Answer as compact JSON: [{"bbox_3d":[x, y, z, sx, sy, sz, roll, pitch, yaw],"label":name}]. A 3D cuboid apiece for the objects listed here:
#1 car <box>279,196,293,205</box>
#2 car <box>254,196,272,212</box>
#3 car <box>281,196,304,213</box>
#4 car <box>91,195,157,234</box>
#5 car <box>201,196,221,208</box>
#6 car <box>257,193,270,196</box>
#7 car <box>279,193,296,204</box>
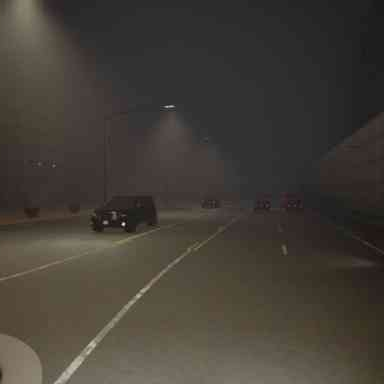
[{"bbox_3d":[16.416,1.471,58.118,2.128,1.511,4.902,0,0,14],"label":"car"},{"bbox_3d":[8.151,1.534,38.604,2.033,1.411,5.357,0,0,14],"label":"car"},{"bbox_3d":[11.540,1.534,37.679,2.033,1.411,5.357,0,0,14],"label":"car"},{"bbox_3d":[-3.822,1.214,19.861,2.150,2.045,5.566,0,0,14],"label":"car"},{"bbox_3d":[2.671,1.335,46.370,2.097,1.767,4.553,0,0,14],"label":"car"},{"bbox_3d":[10.561,1.205,48.880,2.150,2.045,5.566,0,0,14],"label":"car"},{"bbox_3d":[13.961,1.205,48.051,2.150,2.045,5.566,0,0,14],"label":"car"}]
